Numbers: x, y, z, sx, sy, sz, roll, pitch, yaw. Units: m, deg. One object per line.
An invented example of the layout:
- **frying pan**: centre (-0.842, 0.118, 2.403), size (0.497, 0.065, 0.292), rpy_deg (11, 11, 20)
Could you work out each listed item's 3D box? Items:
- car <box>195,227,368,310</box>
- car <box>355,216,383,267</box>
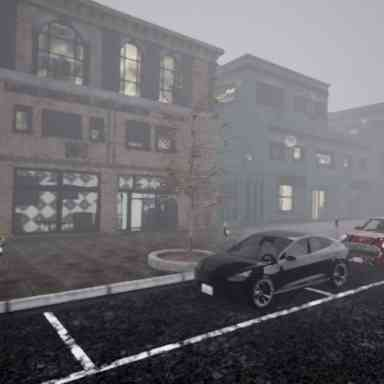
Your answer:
- **car**: centre (2.093, 1.634, 8.041), size (4.313, 1.339, 1.947), rpy_deg (1, 1, -36)
- **car**: centre (6.722, 1.570, 11.344), size (4.097, 1.590, 1.967), rpy_deg (1, 1, -36)
